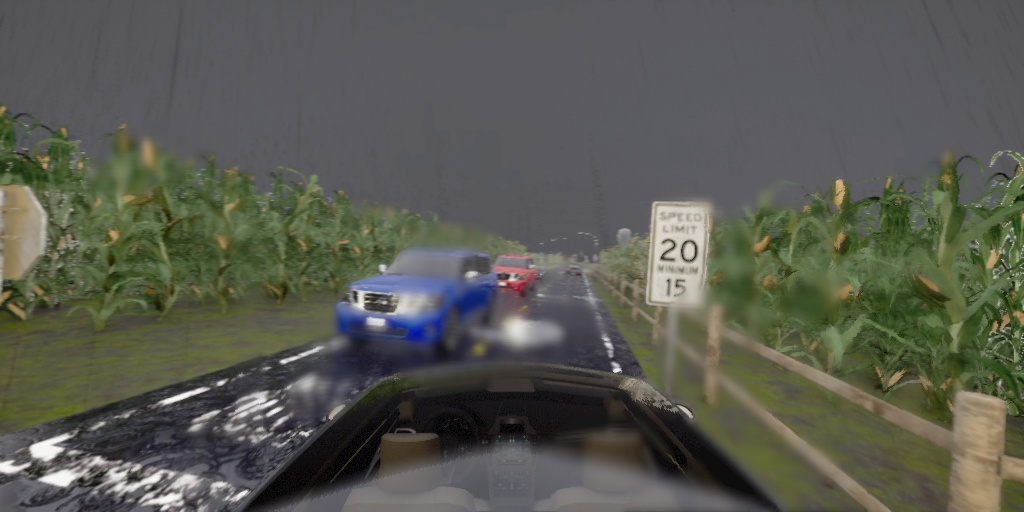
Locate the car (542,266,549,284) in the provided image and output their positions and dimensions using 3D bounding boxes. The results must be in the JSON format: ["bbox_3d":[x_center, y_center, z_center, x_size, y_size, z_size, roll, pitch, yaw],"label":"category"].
[{"bbox_3d":[1.935,1.458,29.359,1.895,1.301,4.718,4,0,11],"label":"car"}]

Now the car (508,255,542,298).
[{"bbox_3d":[0.056,0.958,19.181,2.150,2.045,5.566,4,0,10],"label":"car"}]

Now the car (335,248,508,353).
[{"bbox_3d":[-1.834,0.841,8.990,2.150,2.045,5.566,4,0,11],"label":"car"}]

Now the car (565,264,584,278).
[{"bbox_3d":[7.169,1.710,41.397,1.837,1.490,4.892,4,0,11],"label":"car"}]
